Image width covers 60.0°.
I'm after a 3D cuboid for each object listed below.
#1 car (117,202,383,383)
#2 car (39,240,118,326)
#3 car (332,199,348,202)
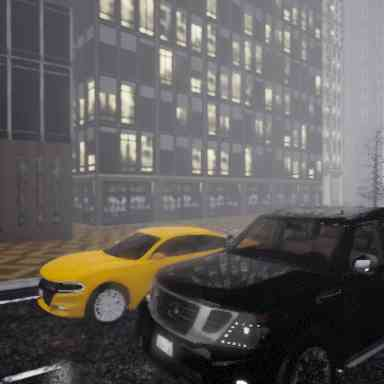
[{"bbox_3d":[1.951,1.274,5.099,5.566,2.045,2.150,1,0,-36],"label":"car"},{"bbox_3d":[-0.624,1.521,7.300,5.008,1.535,1.882,1,0,-36],"label":"car"},{"bbox_3d":[31.875,2.146,71.781,1.947,1.339,4.313,0,0,-41],"label":"car"}]
